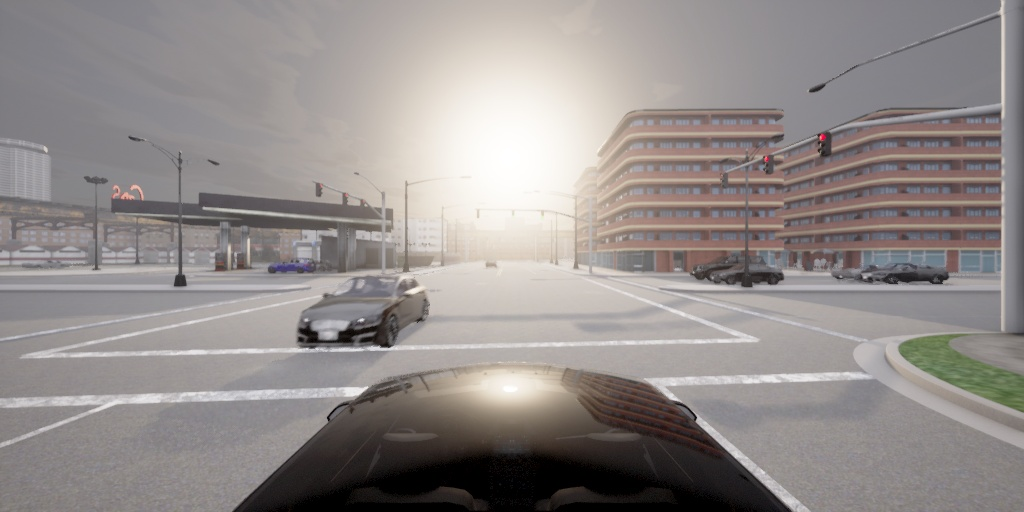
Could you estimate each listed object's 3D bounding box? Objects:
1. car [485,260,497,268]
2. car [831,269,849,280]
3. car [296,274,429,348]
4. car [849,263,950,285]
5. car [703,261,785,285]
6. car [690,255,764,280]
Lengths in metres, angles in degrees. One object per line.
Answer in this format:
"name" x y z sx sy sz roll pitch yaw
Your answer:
"car" -3.417 1.336 58.789 1.895 1.301 4.718 0 0 -1
"car" 28.306 1.339 28.433 4.718 1.301 1.895 0 0 0
"car" -3.486 1.251 9.282 2.128 1.511 4.902 0 0 0
"car" 27.119 1.231 24.901 4.902 1.511 2.128 0 0 3
"car" 16.313 1.266 24.982 4.674 1.442 1.812 0 0 0
"car" 17.201 0.960 28.486 5.566 2.045 2.150 0 0 0
